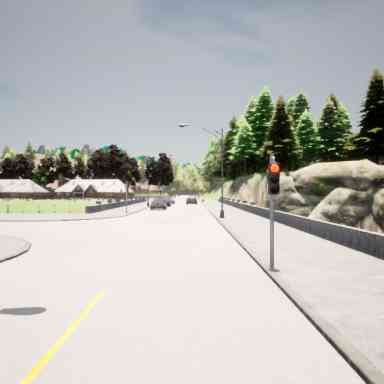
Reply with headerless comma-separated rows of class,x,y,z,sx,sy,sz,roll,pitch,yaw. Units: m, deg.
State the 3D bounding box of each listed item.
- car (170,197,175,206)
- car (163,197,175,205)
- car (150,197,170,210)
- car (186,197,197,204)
car,-4.233,1.547,52.341,2.033,1.411,5.357,0,0,-1
car,-4.225,1.601,62.154,1.895,1.301,4.718,0,0,0
car,-4.214,1.526,42.633,1.812,1.442,4.674,0,0,-1
car,-0.066,1.563,62.122,1.994,1.385,4.181,0,0,0
